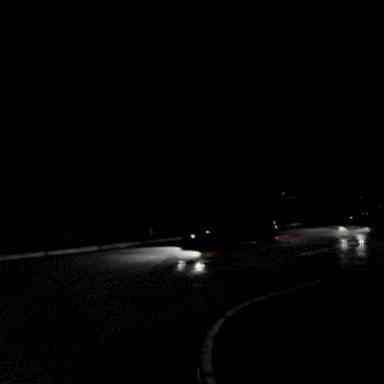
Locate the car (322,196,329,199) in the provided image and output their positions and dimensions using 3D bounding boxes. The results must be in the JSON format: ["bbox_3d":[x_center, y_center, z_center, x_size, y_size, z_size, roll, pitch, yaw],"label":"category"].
[{"bbox_3d":[17.963,0.614,38.478,1.895,1.301,4.718,0,2,-30],"label":"car"}]

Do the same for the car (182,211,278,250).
[{"bbox_3d":[1.638,1.492,13.978,4.181,1.385,1.994,-1,0,-35],"label":"car"}]

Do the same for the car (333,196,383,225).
[{"bbox_3d":[11.332,1.173,21.005,4.902,1.511,2.128,-2,0,-36],"label":"car"}]

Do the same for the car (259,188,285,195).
[{"bbox_3d":[12.222,0.078,52.657,1.895,1.301,4.718,0,2,-35],"label":"car"}]
